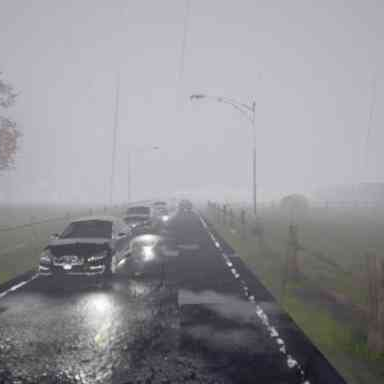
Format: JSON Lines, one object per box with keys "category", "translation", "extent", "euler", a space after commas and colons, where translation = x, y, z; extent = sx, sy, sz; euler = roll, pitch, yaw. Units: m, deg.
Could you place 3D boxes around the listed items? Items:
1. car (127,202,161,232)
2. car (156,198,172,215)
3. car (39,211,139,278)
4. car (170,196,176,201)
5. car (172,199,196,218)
{"category": "car", "translation": [-3.241, 1.608, 20.842], "extent": [1.837, 1.490, 4.892], "euler": [0, 0, -1]}
{"category": "car", "translation": [-3.468, 1.733, 36.317], "extent": [1.812, 1.442, 4.674], "euler": [0, 0, -1]}
{"category": "car", "translation": [-3.034, 1.563, 10.412], "extent": [1.837, 1.490, 4.892], "euler": [0, 0, -1]}
{"category": "car", "translation": [-4.269, 1.681, 75.115], "extent": [2.097, 1.767, 4.553], "euler": [0, 0, -1]}
{"category": "car", "translation": [-0.583, 1.691, 32.376], "extent": [2.033, 1.411, 5.357], "euler": [0, 0, -1]}
